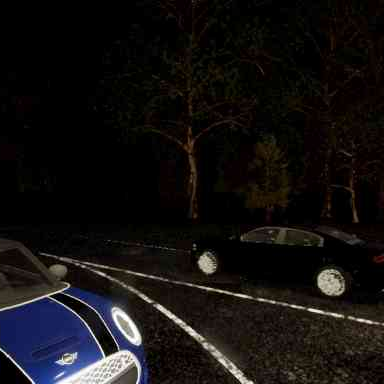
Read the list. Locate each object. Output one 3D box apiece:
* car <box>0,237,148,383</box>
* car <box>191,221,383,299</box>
[{"bbox_3d":[-2.654,1.338,3.766,4.553,1.767,2.097,1,0,35],"label":"car"},{"bbox_3d":[2.269,1.475,8.493,5.008,1.535,1.882,0,0,35],"label":"car"}]
